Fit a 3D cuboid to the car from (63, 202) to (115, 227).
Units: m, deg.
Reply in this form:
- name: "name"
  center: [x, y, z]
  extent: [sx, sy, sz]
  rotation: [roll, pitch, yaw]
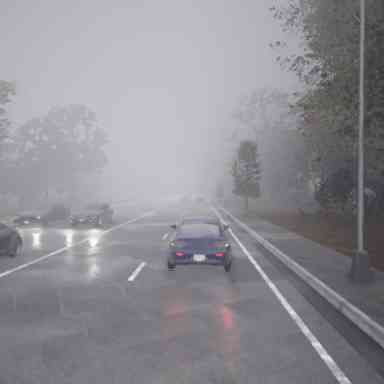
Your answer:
- name: "car"
  center: [-6.541, 1.451, 22.222]
  extent: [1.837, 1.490, 4.892]
  rotation: [0, 0, 2]

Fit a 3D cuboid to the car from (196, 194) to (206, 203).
- name: "car"
  center: [1.865, 1.506, 72.092]
  extent: [1.837, 1.490, 4.892]
  rotation: [0, 0, 2]

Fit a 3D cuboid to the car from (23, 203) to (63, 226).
- name: "car"
  center: [-10.023, 1.464, 22.959]
  extent: [2.033, 1.411, 5.357]
  rotation: [0, 0, 2]

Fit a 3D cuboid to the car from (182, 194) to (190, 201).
- name: "car"
  center: [-1.359, 1.369, 82.599]
  extent: [1.812, 1.442, 4.674]
  rotation: [0, 0, 2]

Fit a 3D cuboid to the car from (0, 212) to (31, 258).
- name: "car"
  center: [-6.883, 1.507, 9.881]
  extent: [1.994, 1.385, 4.181]
  rotation: [0, 0, 0]

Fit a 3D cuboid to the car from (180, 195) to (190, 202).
- name: "car"
  center: [-1.624, 1.529, 72.567]
  extent: [1.994, 1.385, 4.181]
  rotation: [0, 0, 2]

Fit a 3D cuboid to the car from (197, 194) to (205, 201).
- name: "car"
  center: [2.140, 1.351, 82.506]
  extent: [1.882, 1.535, 5.008]
  rotation: [0, 0, 2]

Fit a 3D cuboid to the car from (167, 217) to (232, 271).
- name: "car"
  center: [0.253, 1.527, 10.877]
  extent: [1.812, 1.442, 4.674]
  rotation: [0, 0, 2]
